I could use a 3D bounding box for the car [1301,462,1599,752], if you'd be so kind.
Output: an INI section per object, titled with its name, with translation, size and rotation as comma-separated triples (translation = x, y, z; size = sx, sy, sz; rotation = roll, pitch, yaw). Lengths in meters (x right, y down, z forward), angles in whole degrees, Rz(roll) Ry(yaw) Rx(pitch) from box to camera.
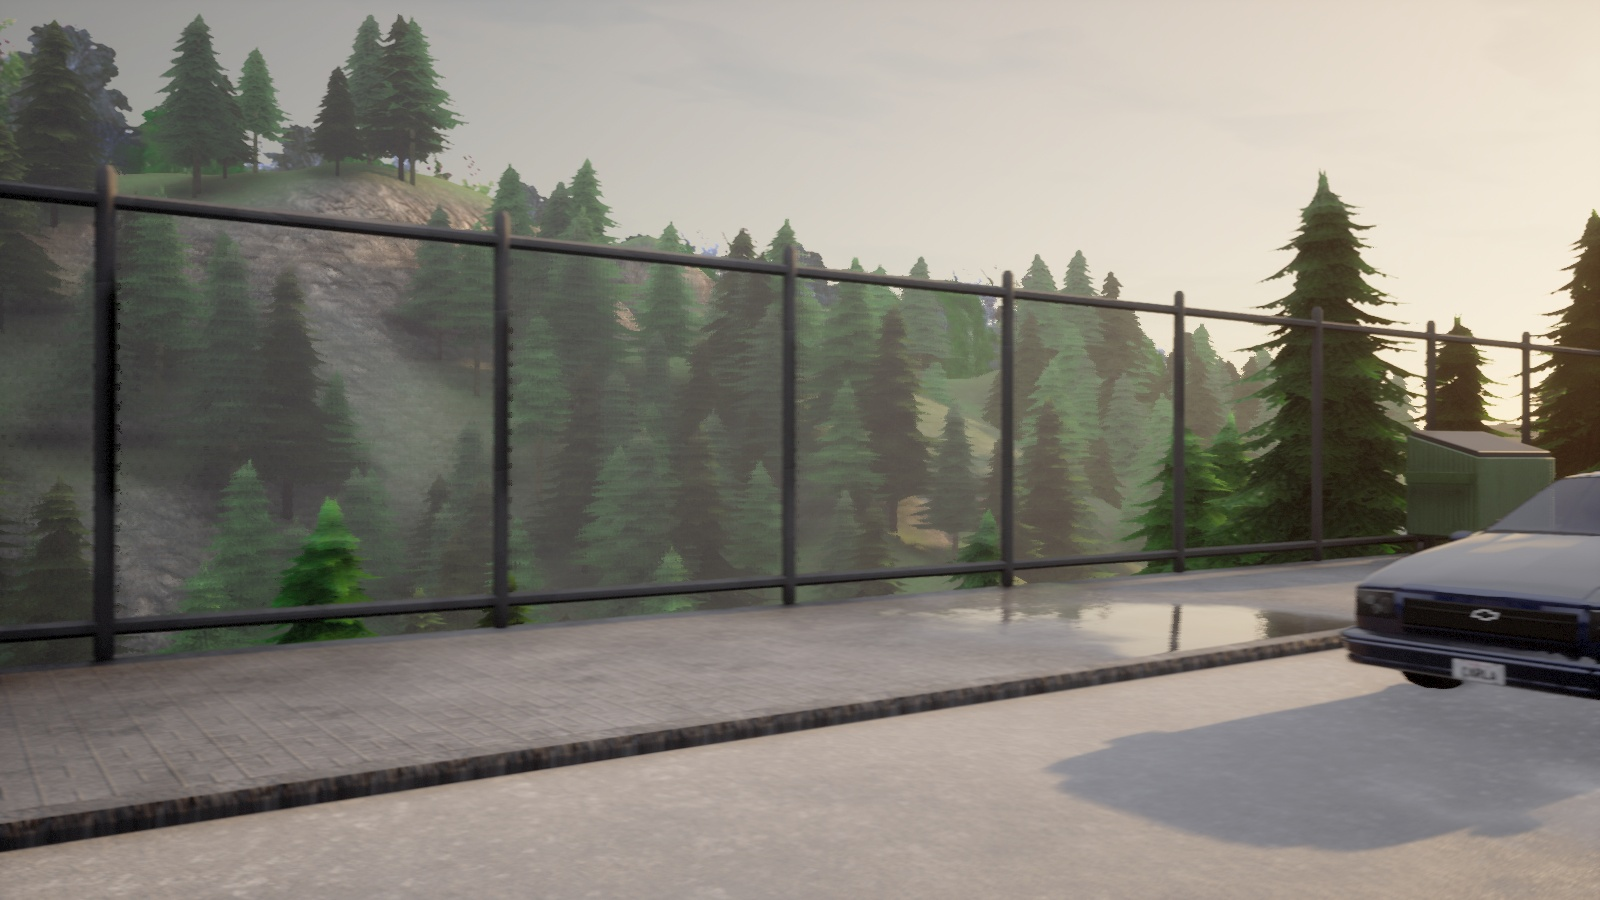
[car]
translation = 5.821, 0.800, 8.320
size = 5.357, 1.411, 2.033
rotation = 0, 0, -35
